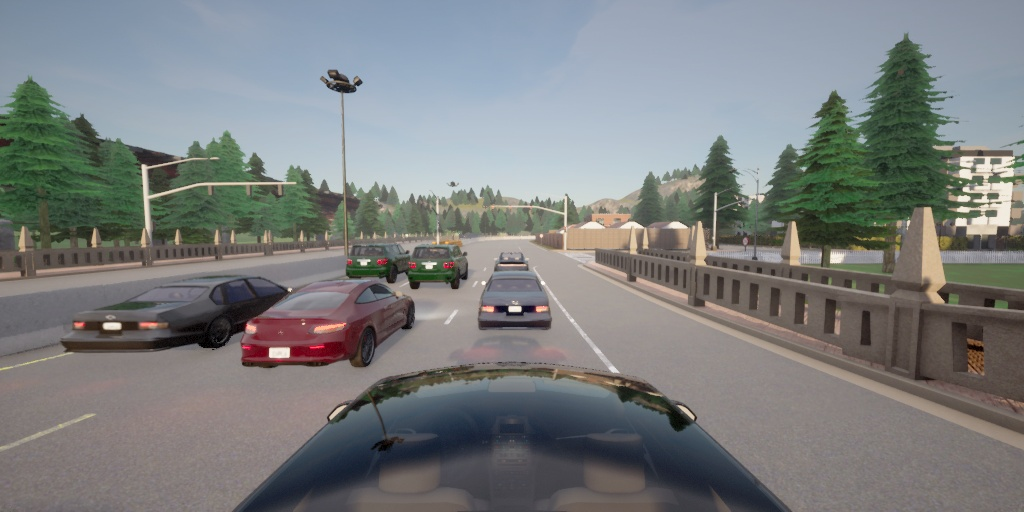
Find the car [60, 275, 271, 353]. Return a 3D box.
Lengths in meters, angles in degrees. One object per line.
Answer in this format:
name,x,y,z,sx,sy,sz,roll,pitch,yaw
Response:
car,-6.942,1.179,8.721,2.033,1.411,5.357,0,2,0

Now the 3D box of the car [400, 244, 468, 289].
car,-3.507,0.398,17.799,2.150,2.045,5.566,0,4,0

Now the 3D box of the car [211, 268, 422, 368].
car,-3.434,1.193,7.548,1.812,1.442,4.674,0,1,-1

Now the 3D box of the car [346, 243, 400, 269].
car,-7.021,0.285,19.624,2.150,2.045,5.566,0,4,0

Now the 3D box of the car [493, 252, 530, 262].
car,-0.024,0.528,20.115,2.128,1.511,4.902,0,3,0

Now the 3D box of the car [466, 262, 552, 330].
car,0.048,1.121,10.419,2.033,1.411,5.357,0,2,0
